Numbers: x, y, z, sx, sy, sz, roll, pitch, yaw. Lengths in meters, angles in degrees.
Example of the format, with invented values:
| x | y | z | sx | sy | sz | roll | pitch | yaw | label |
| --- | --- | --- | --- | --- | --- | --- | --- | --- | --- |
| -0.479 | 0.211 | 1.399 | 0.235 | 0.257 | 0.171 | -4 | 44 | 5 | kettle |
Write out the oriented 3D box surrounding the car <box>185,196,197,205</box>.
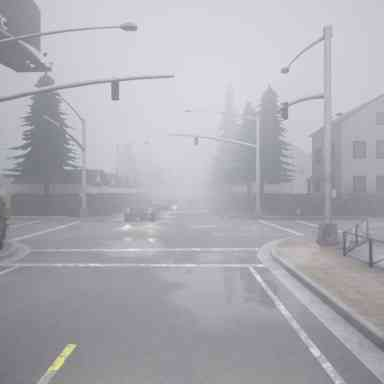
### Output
| x | y | z | sx | sy | sz | roll | pitch | yaw | label |
| --- | --- | --- | --- | --- | --- | --- | --- | --- | --- |
| -0.100 | 1.491 | 59.300 | 2.128 | 1.511 | 4.902 | 0 | 0 | 0 | car |

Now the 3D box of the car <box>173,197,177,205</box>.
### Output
| x | y | z | sx | sy | sz | roll | pitch | yaw | label |
| --- | --- | --- | --- | --- | --- | --- | --- | --- | --- |
| -3.601 | 1.600 | 59.317 | 1.895 | 1.301 | 4.718 | 0 | 0 | 0 | car |

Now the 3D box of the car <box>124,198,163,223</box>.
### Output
| x | y | z | sx | sy | sz | roll | pitch | yaw | label |
| --- | --- | --- | --- | --- | --- | --- | --- | --- | --- |
| -3.657 | 1.302 | 24.778 | 2.097 | 1.767 | 4.553 | -1 | -1 | 0 | car |

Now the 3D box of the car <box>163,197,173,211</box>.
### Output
| x | y | z | sx | sy | sz | roll | pitch | yaw | label |
| --- | --- | --- | --- | --- | --- | --- | --- | --- | --- |
| -3.663 | 1.527 | 39.819 | 1.812 | 1.442 | 4.674 | 0 | 1 | 0 | car |
